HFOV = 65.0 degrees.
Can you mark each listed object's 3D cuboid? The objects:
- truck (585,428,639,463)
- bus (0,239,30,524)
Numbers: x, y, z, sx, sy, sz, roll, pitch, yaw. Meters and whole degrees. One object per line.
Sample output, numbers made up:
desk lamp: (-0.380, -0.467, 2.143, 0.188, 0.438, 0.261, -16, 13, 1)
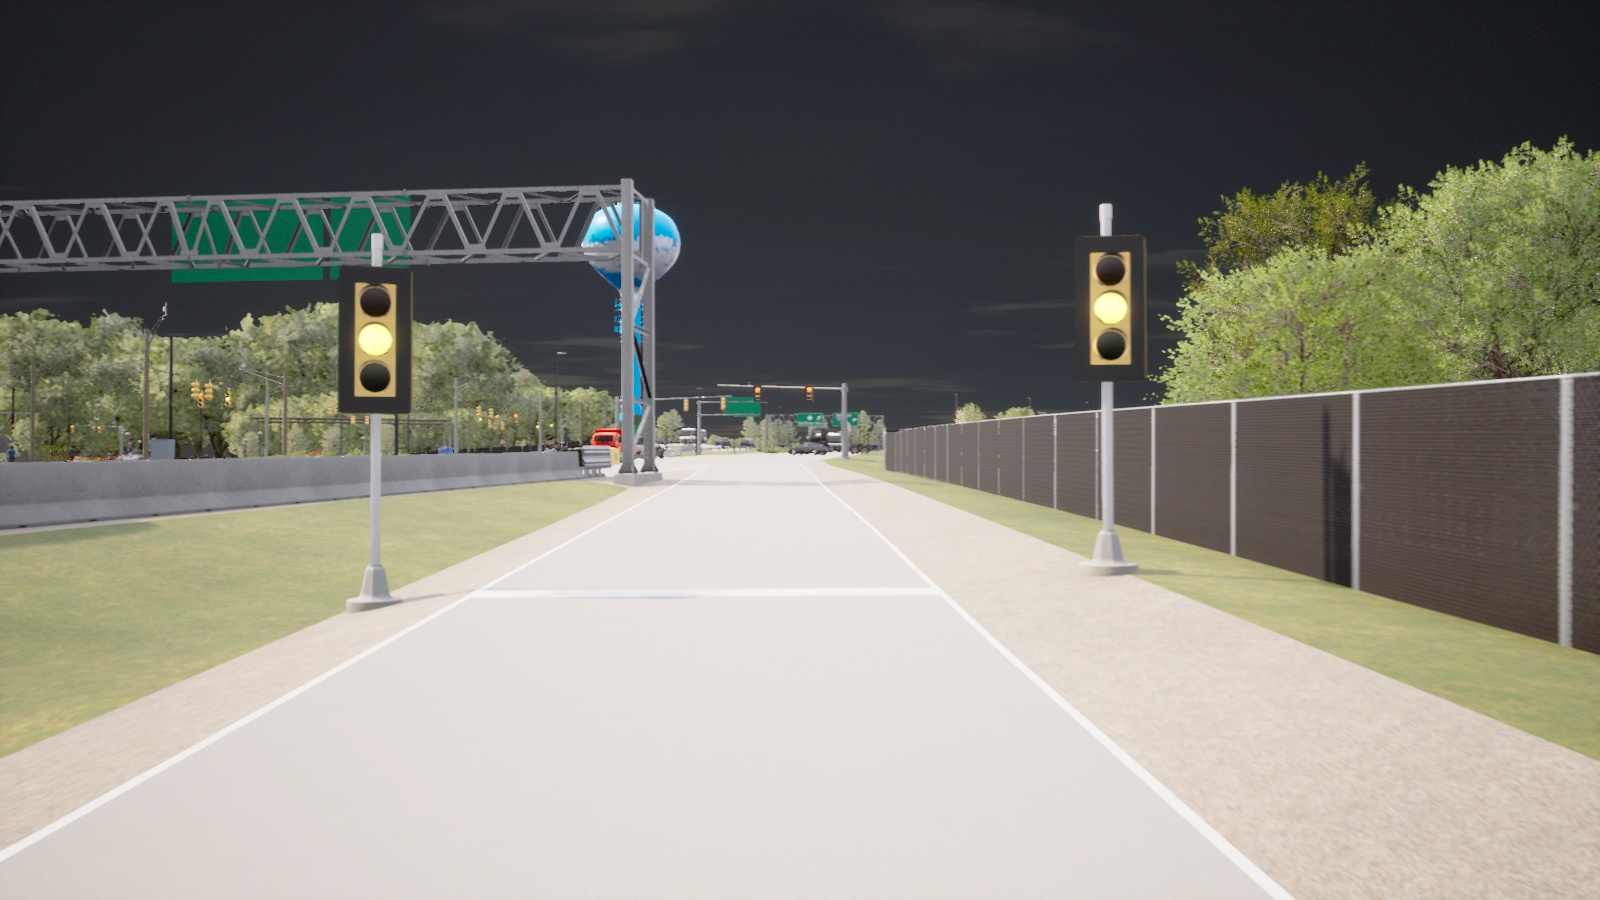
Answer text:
truck: (-13.542, -0.302, 90.648, 2.627, 2.467, 5.204, 0, 0, 6)
bus: (-14.543, -1.006, 14.548, 3.944, 4.253, 10.273, 0, 0, 8)
